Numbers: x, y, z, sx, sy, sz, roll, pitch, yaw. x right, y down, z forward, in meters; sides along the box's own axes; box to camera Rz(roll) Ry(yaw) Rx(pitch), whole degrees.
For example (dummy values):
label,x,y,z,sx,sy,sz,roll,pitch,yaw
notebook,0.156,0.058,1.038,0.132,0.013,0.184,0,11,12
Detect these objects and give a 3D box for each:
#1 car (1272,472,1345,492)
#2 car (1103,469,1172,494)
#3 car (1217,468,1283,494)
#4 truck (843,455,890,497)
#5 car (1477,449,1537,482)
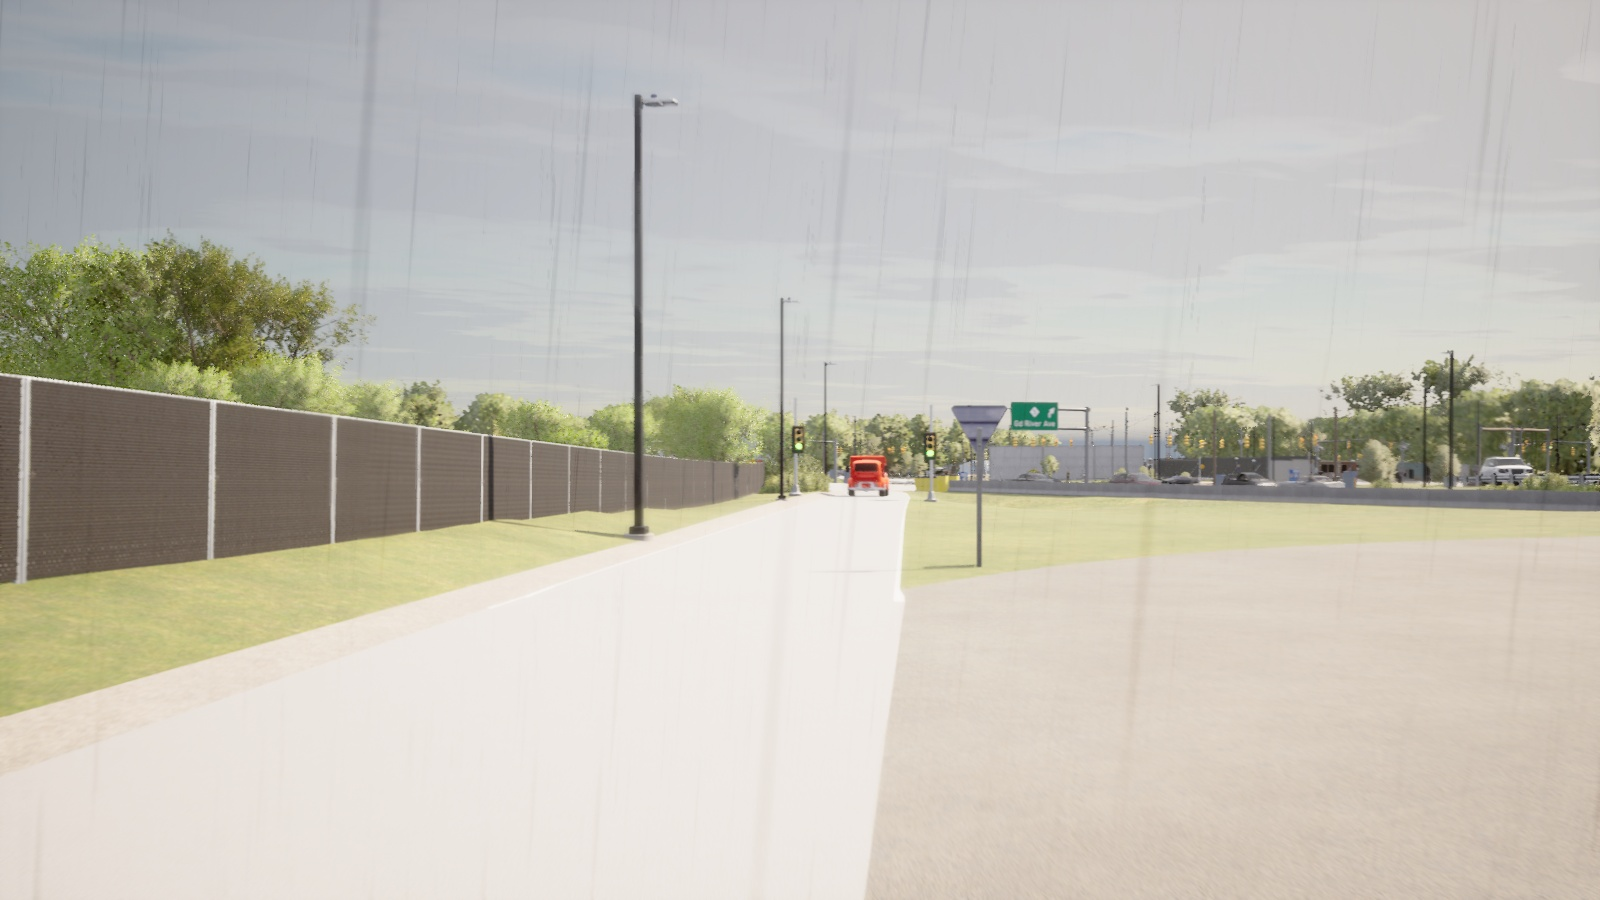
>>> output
label,x,y,z,sx,sy,sz,roll,pitch,yaw
car,34.817,2.147,86.183,1.895,1.301,4.718,-1,-1,-22
car,23.273,2.177,86.815,2.033,1.649,4.856,-1,-1,-22
car,29.156,1.986,81.464,1.851,1.617,3.988,-1,-1,-22
truck,4.098,1.566,76.516,2.627,2.467,5.204,0,-1,5
car,46.666,1.085,83.040,2.150,2.045,5.566,-1,-2,15
